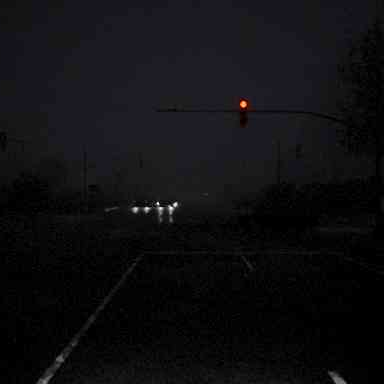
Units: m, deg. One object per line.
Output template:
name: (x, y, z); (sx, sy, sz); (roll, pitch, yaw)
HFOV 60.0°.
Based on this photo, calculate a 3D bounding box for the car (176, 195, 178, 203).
car: (-3.661, 1.319, 64.639); (2.128, 1.511, 4.902); (0, 0, 0)

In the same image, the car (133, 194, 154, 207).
car: (-7.183, 1.223, 48.344); (2.097, 1.767, 4.553); (0, 0, 0)

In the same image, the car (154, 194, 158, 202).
car: (-7.157, 1.179, 64.790); (2.097, 1.767, 4.553); (0, 0, 0)

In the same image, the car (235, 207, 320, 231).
car: (4.958, 1.549, 19.634); (4.718, 1.301, 1.895); (0, 0, 3)

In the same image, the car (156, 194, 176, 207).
car: (-3.685, 1.396, 48.288); (1.812, 1.442, 4.674); (0, 0, 0)
